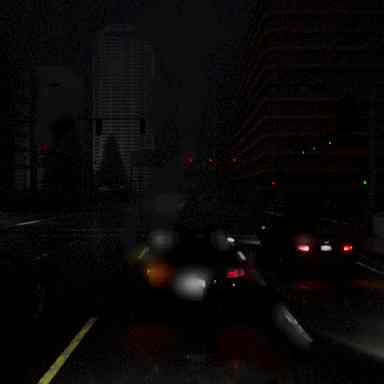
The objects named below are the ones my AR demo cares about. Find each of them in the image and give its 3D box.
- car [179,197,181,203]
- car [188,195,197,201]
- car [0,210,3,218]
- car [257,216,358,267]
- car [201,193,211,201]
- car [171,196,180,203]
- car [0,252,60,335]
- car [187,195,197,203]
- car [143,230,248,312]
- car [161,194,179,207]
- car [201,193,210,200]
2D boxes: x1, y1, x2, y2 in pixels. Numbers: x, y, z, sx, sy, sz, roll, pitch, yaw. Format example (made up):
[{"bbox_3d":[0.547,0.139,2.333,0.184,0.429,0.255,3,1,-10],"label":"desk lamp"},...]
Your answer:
[{"bbox_3d":[-3.521,1.352,60.650,2.097,1.767,4.553,0,0,0],"label":"car"},{"bbox_3d":[0.066,1.534,81.417,2.033,1.411,5.357,0,0,0],"label":"car"},{"bbox_3d":[-16.184,1.546,23.677,4.718,1.301,1.895,0,0,0],"label":"car"},{"bbox_3d":[3.599,1.547,11.398,2.033,1.411,5.357,0,0,0],"label":"car"},{"bbox_3d":[3.566,1.493,80.558,1.837,1.490,4.892,0,0,0],"label":"car"},{"bbox_3d":[-3.443,1.524,70.629,1.812,1.442,4.674,0,0,0],"label":"car"},{"bbox_3d":[-3.603,1.601,4.515,1.895,1.301,4.718,0,0,0],"label":"car"},{"bbox_3d":[0.085,1.501,71.071,1.837,1.490,4.892,0,0,0],"label":"car"},{"bbox_3d":[0.075,1.564,7.778,1.994,1.385,4.181,0,0,0],"label":"car"},{"bbox_3d":[-3.554,1.491,50.726,2.128,1.511,4.902,0,0,0],"label":"car"},{"bbox_3d":[3.574,1.207,90.442,2.150,2.045,5.566,0,0,0],"label":"car"}]
